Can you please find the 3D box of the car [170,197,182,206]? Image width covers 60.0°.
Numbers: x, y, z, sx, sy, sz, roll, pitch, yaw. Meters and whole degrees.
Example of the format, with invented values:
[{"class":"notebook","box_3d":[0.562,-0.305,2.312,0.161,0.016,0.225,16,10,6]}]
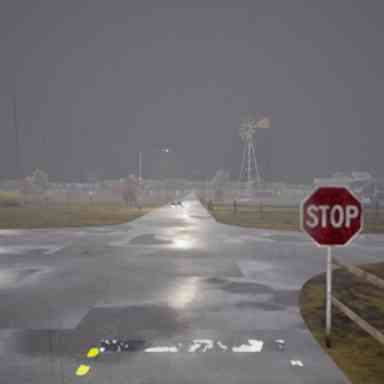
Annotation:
[{"class":"car","box_3d":[-2.745,1.646,58.374,2.128,1.511,4.902,0,1,0]}]
